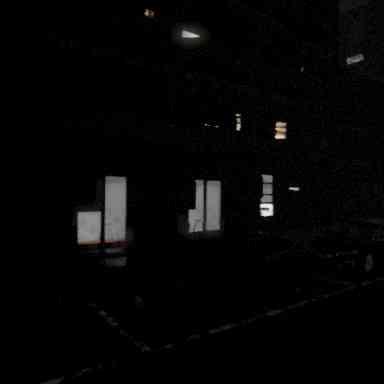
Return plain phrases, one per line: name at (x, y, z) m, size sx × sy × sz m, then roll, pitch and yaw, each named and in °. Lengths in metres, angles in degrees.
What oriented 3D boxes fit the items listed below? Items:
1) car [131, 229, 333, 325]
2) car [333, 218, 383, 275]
car at (0.839, 1.558, 7.146) m, size 4.313 × 1.339 × 1.947 m, roll 0°, pitch 1°, yaw -35°
car at (5.373, 1.535, 10.381) m, size 4.403 × 1.369 × 2.008 m, roll 0°, pitch 1°, yaw -35°
